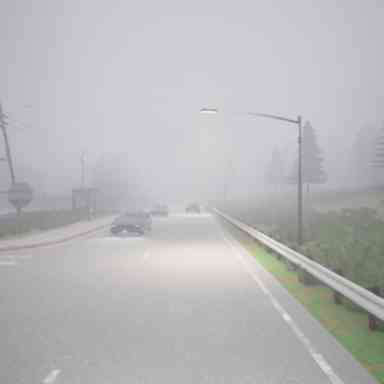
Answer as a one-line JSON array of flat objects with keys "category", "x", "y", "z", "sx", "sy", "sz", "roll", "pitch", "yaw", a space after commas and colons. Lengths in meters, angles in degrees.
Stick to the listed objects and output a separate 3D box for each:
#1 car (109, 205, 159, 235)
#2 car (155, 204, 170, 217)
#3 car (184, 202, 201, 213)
[{"category": "car", "x": -3.605, "y": 1.789, "z": 20.773, "sx": 2.033, "sy": 1.411, "sz": 5.357, "roll": 0, "pitch": -1, "yaw": 1}, {"category": "car", "x": -3.480, "y": 2.004, "z": 36.848, "sx": 2.033, "sy": 1.411, "sz": 5.357, "roll": 0, "pitch": -1, "yaw": 0}, {"category": "car", "x": 0.114, "y": 2.030, "z": 43.890, "sx": 1.812, "sy": 1.442, "sz": 4.674, "roll": 0, "pitch": -1, "yaw": 0}]
